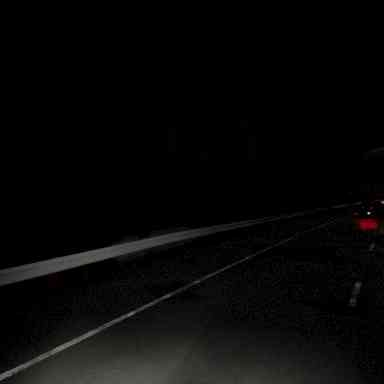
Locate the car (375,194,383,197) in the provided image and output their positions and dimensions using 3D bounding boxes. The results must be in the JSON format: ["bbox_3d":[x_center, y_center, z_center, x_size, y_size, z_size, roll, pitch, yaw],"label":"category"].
[{"bbox_3d":[22.142,1.221,38.118,2.150,2.045,5.566,0,0,36],"label":"car"}]

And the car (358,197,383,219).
[{"bbox_3d":[16.079,1.505,29.588,1.837,1.490,4.892,0,0,35],"label":"car"}]
